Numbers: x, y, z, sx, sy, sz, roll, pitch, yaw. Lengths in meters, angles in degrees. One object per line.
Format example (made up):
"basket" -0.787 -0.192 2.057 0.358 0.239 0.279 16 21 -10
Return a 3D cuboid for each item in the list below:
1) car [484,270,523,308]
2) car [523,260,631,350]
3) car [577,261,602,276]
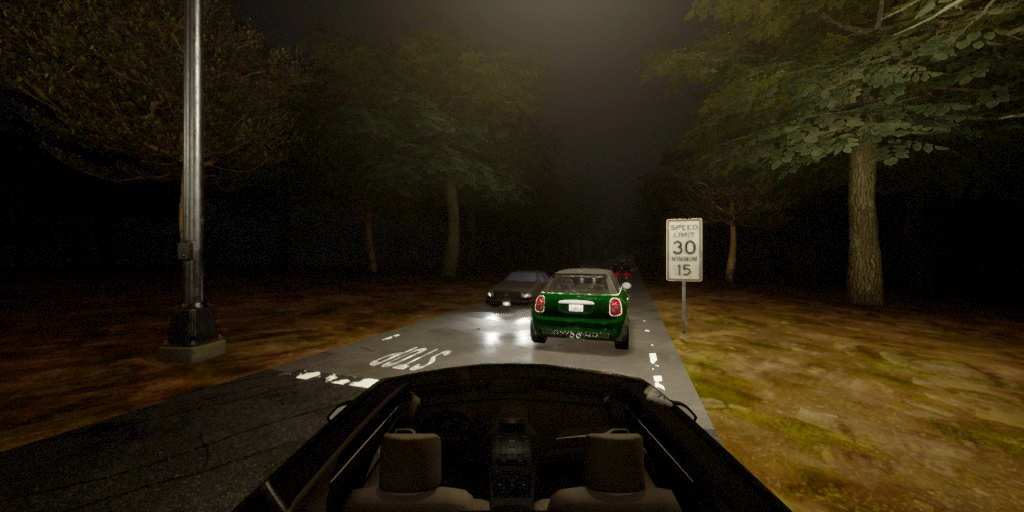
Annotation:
"car" 0.638 1.298 15.202 2.033 1.411 5.357 0 0 18
"car" 2.003 1.103 9.473 2.097 1.767 4.553 0 0 18
"car" 8.308 1.246 38.115 2.033 1.411 5.357 0 0 19
